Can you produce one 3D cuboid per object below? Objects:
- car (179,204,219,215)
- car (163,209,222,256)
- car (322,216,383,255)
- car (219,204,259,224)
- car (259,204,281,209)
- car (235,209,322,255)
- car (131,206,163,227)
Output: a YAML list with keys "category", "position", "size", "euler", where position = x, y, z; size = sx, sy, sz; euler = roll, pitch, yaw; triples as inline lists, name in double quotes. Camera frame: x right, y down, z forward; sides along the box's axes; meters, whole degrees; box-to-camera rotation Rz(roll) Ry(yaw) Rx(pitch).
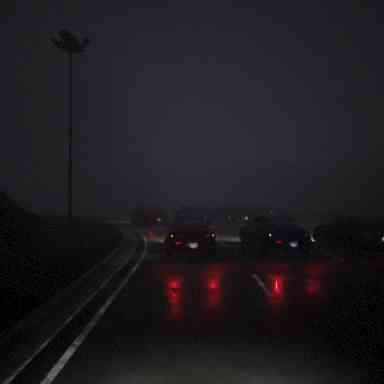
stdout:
- category: "car"
  position: [-0.099, 1.727, 26.620]
  size: [1.882, 1.535, 5.008]
  euler: [0, 0, -25]
- category: "car"
  position: [-0.157, 1.654, 13.608]
  size: [1.812, 1.442, 4.674]
  euler: [0, 0, -5]
- category: "car"
  position: [6.829, 1.697, 14.076]
  size: [1.994, 1.385, 4.181]
  euler: [0, 0, -5]
- category: "car"
  position: [3.184, 1.769, 27.878]
  size: [1.837, 1.490, 4.892]
  euler: [0, 0, -25]
- category: "car"
  position: [6.341, 1.801, 29.382]
  size: [1.812, 1.442, 4.674]
  euler: [0, 0, -25]
- category: "car"
  position: [3.334, 1.656, 13.861]
  size: [1.812, 1.442, 4.674]
  euler: [0, 0, -5]
- category: "car"
  position: [-3.247, 1.761, 25.104]
  size: [1.812, 1.442, 4.674]
  euler: [0, 0, -25]
